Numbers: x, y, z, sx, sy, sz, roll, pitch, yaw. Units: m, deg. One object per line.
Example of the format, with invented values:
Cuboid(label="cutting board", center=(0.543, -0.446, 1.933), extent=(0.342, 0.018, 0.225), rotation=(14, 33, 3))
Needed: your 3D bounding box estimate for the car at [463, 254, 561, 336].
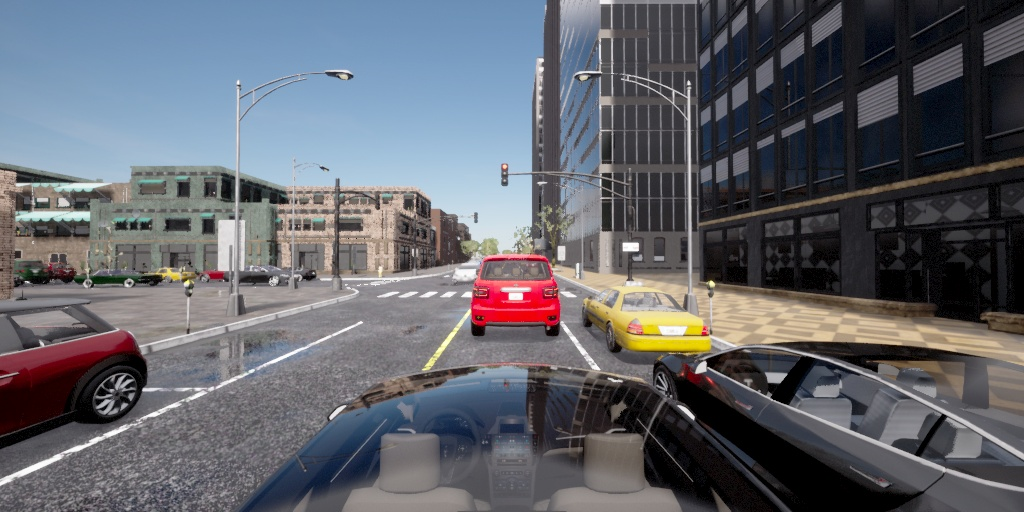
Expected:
Cuboid(label="car", center=(0.080, 0.975, 10.497), extent=(2.150, 2.045, 5.566), rotation=(0, 0, 0))

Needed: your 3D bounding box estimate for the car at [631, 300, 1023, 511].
Cuboid(label="car", center=(2.655, 1.316, 2.809), extent=(1.948, 1.339, 4.313), rotation=(0, 0, 0))

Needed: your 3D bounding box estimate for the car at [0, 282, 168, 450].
Cuboid(label="car", center=(-5.693, 1.190, 2.843), extent=(1.967, 1.591, 4.097), rotation=(0, 0, 0))

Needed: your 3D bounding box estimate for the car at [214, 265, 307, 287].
Cuboid(label="car", center=(-17.892, 1.381, 25.690), extent=(4.902, 1.511, 2.128), rotation=(-1, -1, 2))

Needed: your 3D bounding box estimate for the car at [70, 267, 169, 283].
Cuboid(label="car", center=(-28.096, 1.587, 25.779), extent=(4.718, 1.301, 1.895), rotation=(-1, -1, 1))

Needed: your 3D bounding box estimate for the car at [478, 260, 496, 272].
Cuboid(label="car", center=(-3.206, 1.314, 47.677), extent=(2.033, 1.411, 5.357), rotation=(0, 0, 0))

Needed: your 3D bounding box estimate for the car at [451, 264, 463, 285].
Cuboid(label="car", center=(-3.160, 1.284, 26.579), extent=(1.812, 1.442, 4.674), rotation=(0, 0, 0))

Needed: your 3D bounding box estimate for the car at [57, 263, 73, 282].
Cuboid(label="car", center=(-41.673, 1.522, 31.703), extent=(5.009, 1.841, 2.192), rotation=(0, 0, 1))

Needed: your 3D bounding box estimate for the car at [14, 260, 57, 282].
Cuboid(label="car", center=(-41.337, 1.384, 29.123), extent=(5.566, 2.045, 2.150), rotation=(-1, -1, 1))

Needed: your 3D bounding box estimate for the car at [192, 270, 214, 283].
Cuboid(label="car", center=(-25.029, 1.489, 31.530), extent=(4.097, 1.591, 1.967), rotation=(0, 0, 1))

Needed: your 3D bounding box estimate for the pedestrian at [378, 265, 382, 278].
Cuboid(label="pedestrian", center=(-12.621, 1.399, 34.354), extent=(0.375, 1.300, 0.375), rotation=(0, 0, 1))

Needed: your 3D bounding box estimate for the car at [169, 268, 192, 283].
Cuboid(label="car", center=(-30.747, 1.627, 31.590), extent=(4.829, 1.417, 1.751), rotation=(0, 0, 1))

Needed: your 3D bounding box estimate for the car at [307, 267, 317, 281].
Cuboid(label="car", center=(-19.482, 1.562, 31.472), extent=(4.313, 1.339, 1.948), rotation=(0, 0, 1))

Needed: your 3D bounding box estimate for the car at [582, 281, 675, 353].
Cuboid(label="car", center=(2.812, 1.277, 8.622), extent=(1.751, 1.417, 4.829), rotation=(0, 0, 0))

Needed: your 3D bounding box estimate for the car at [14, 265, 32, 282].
Cuboid(label="car", center=(-38.509, 1.591, 25.901), extent=(4.892, 1.490, 1.837), rotation=(-1, -1, 1))
